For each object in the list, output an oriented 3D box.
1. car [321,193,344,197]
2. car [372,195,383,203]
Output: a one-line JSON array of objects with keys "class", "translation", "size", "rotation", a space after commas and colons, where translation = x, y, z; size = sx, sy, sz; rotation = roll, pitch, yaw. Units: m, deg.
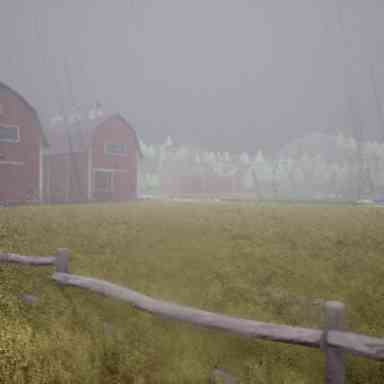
[{"class": "car", "translation": [36.215, 1.136, 86.786], "size": [4.605, 1.855, 1.932], "rotation": [1, 0, 35]}, {"class": "car", "translation": [39.231, 1.461, 67.735], "size": [4.611, 1.667, 2.242], "rotation": [1, 0, 35]}]
